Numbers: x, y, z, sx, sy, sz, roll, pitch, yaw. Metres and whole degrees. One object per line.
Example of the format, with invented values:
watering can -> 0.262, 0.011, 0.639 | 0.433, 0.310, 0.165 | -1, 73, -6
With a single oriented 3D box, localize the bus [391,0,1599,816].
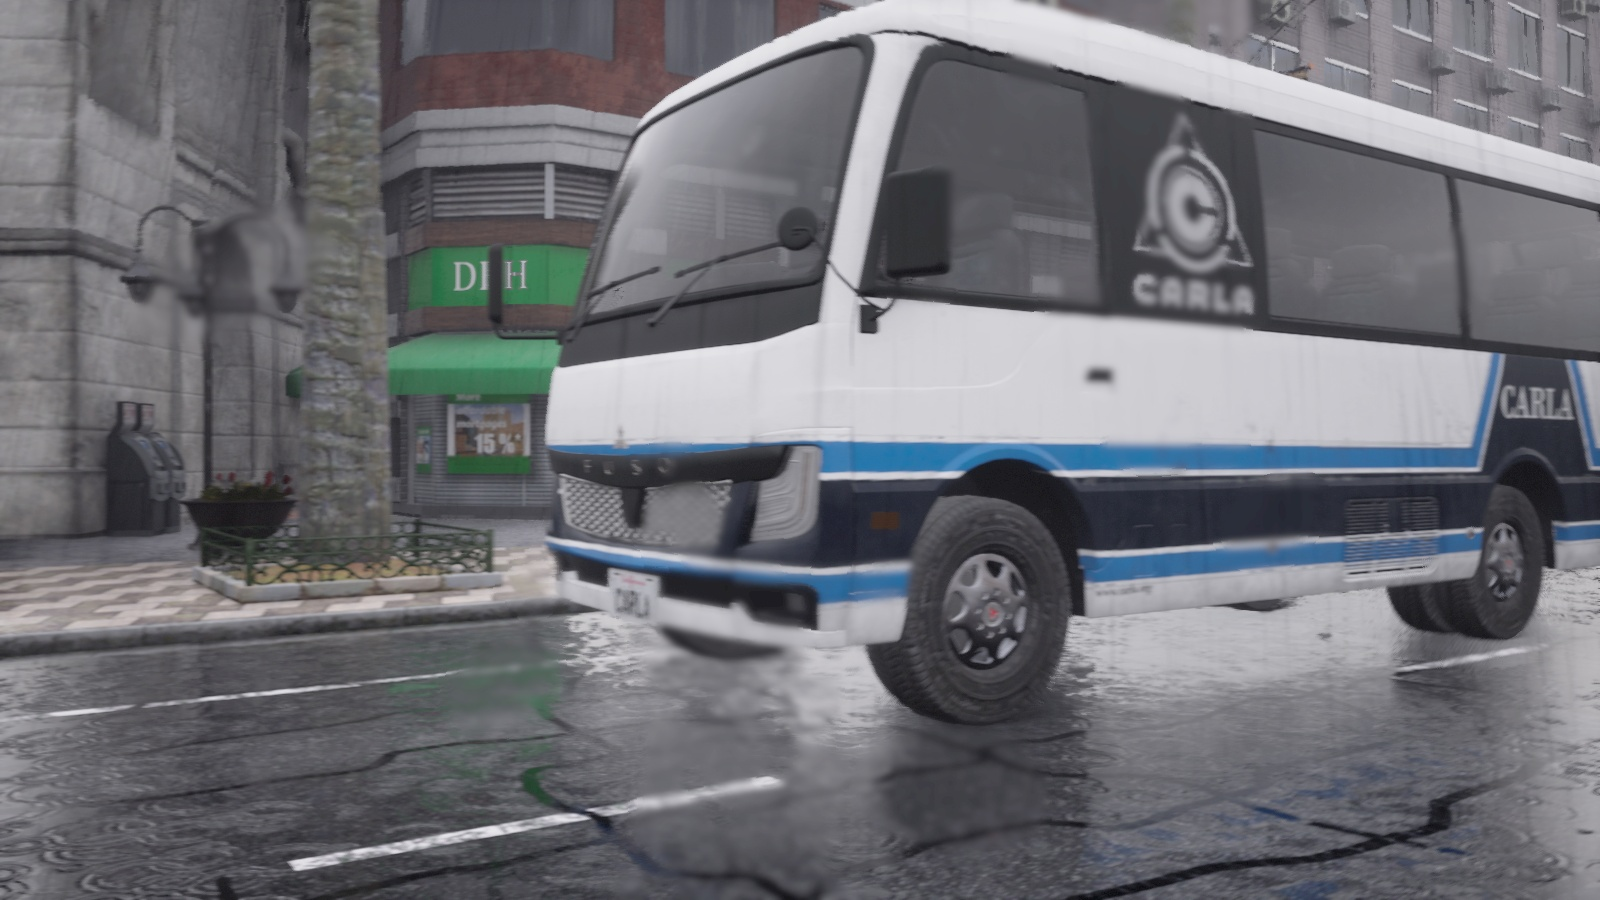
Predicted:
bus -> 2.607, -0.613, 9.720 | 10.273, 4.253, 3.944 | 0, 0, -35
